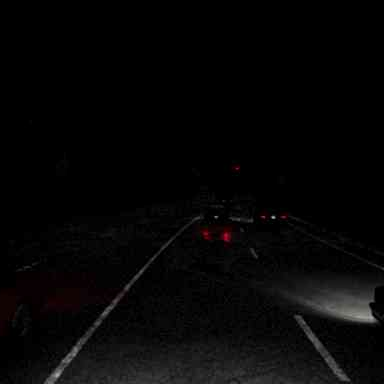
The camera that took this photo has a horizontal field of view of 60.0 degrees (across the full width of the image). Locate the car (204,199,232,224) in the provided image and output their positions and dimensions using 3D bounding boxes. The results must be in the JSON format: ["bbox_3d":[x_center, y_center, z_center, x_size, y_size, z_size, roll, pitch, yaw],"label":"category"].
[{"bbox_3d":[1.891,1.514,24.722,1.812,1.442,4.674,0,0,7],"label":"car"}]

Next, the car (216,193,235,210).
[{"bbox_3d":[4.086,1.139,41.402,2.150,2.045,5.566,0,0,8],"label":"car"}]

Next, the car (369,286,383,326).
[{"bbox_3d":[3.689,1.554,2.839,2.033,1.411,5.357,0,0,2],"label":"car"}]

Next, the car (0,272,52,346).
[{"bbox_3d":[-3.436,1.594,3.570,1.895,1.301,4.718,0,0,2],"label":"car"}]

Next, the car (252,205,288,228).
[{"bbox_3d":[5.105,1.548,22.249,2.033,1.411,5.357,0,0,6],"label":"car"}]
